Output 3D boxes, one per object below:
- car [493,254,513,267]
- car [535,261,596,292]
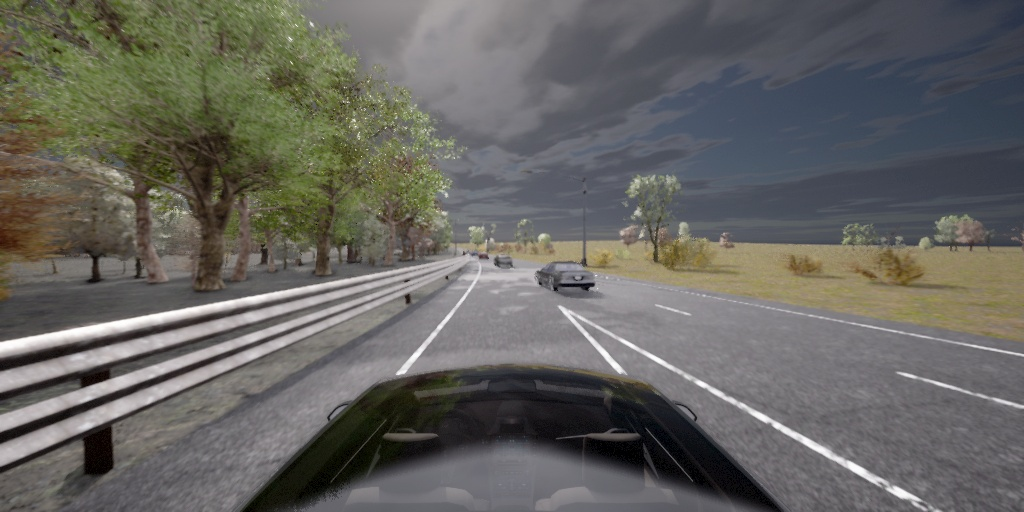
[{"bbox_3d":[-1.085,0.486,42.227,2.128,1.511,4.902,0,1,-9],"label":"car"},{"bbox_3d":[2.575,0.974,18.511,2.033,1.411,5.357,0,1,-9],"label":"car"}]
